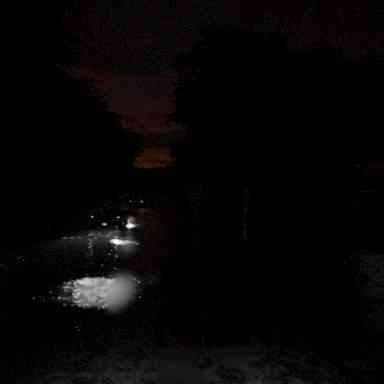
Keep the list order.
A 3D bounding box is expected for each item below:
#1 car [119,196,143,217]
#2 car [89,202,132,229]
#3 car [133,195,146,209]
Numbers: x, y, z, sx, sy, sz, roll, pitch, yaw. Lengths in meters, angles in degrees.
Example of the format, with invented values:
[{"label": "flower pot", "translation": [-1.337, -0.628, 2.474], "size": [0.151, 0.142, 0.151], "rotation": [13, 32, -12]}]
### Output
[{"label": "car", "translation": [-6.009, 1.394, 30.623], "size": [2.128, 1.511, 4.902], "rotation": [1, 0, -5]}, {"label": "car", "translation": [-5.155, 1.524, 21.109], "size": [1.895, 1.301, 4.718], "rotation": [1, 0, -5]}, {"label": "car", "translation": [-7.110, 1.206, 43.238], "size": [2.097, 1.767, 4.553], "rotation": [1, 0, -5]}]
